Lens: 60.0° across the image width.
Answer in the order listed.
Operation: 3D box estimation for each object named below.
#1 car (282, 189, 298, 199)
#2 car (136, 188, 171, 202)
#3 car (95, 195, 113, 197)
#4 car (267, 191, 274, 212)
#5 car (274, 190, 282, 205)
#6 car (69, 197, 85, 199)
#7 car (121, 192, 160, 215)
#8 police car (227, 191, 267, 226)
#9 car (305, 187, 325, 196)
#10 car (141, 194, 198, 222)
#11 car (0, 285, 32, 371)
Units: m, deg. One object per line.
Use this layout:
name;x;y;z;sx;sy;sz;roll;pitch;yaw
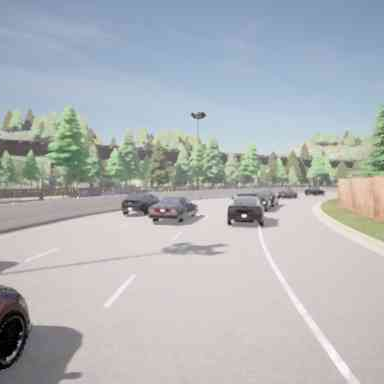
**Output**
car;13.665;0.255;47.655;1.994;1.385;4.181;1;2;36
car;-4.777;0.327;42.308;2.128;1.511;4.902;1;2;25
car;-9.340;0.236;40.524;2.097;1.767;4.553;1;2;23
car;5.390;0.756;27.196;1.837;1.490;4.892;1;2;18
car;7.157;0.595;32.096;1.882;1.535;5.008;1;2;22
car;-13.049;0.443;40.696;1.994;1.385;4.181;1;2;22
car;-3.529;0.827;24.576;1.837;1.490;4.892;0;2;14
police car;3.124;0.903;18.930;1.930;1.638;5.238;0;2;12
car;21.370;-0.111;57.892;1.882;1.535;5.008;1;2;43
car;-1.034;0.984;20.400;2.033;1.411;5.357;0;2;13
car;-3.217;1.482;2.831;1.994;1.385;4.181;0;2;2
